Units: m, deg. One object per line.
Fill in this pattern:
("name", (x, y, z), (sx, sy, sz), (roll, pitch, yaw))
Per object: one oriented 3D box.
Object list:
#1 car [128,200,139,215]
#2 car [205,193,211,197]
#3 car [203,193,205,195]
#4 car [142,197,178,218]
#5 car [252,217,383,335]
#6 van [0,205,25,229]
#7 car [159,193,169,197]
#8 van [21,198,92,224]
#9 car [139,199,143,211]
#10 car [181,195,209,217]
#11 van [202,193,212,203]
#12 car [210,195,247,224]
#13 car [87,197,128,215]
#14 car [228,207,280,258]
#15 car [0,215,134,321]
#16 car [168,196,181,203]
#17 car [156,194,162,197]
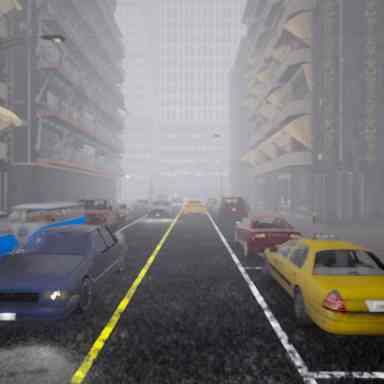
("car", (-5.197, 1.462, 23.585), (1.802, 1.307, 4.206), (0, 0, 0))
("car", (2.798, 1.308, 46.276), (1.752, 1.417, 4.829), (0, 0, 0))
("car", (0.312, 1.283, 43.723), (2.128, 1.511, 4.902), (0, 0, 1))
("car", (-2.630, 1.406, 28.790), (2.033, 1.411, 5.357), (0, 0, 1))
("car", (2.599, 1.493, 6.795), (1.752, 1.417, 4.829), (0, 0, 0))
("van", (-5.281, 1.303, 6.662), (1.690, 1.788, 3.998), (0, 0, 0))
("car", (-5.025, 1.044, 57.426), (2.192, 1.841, 5.009), (0, 0, 0))
("van", (-5.252, 1.276, 12.303), (1.690, 1.788, 3.998), (0, 0, 0))
("car", (-5.140, 1.410, 34.865), (1.802, 1.307, 4.206), (0, 0, 0))
("car", (0.245, 1.335, 29.475), (1.882, 1.535, 5.008), (0, 0, 0))
("van", (2.884, 1.053, 63.026), (1.690, 1.788, 3.998), (0, 0, 0))
("car", (2.685, 1.202, 23.544), (2.192, 1.841, 5.009), (0, 0, 0))
("car", (-5.224, 1.222, 17.943), (2.192, 1.841, 5.009), (0, 0, 0))
("car", (2.626, 1.486, 12.265), (1.887, 1.381, 4.507), (0, 0, 0))
("car", (-2.815, 1.506, 7.739), (2.033, 1.411, 5.357), (0, 0, 0))
("car", (-2.481, 1.298, 56.840), (1.994, 1.385, 4.181), (0, 0, 1))
("car", (-5.112, 1.328, 40.335), (1.752, 1.417, 4.829), (0, 0, 0))
